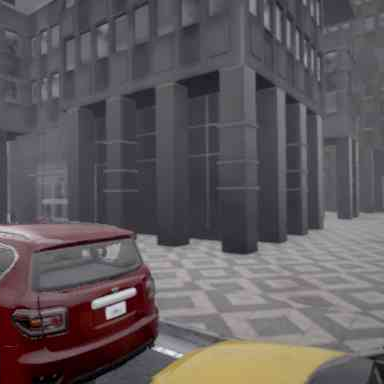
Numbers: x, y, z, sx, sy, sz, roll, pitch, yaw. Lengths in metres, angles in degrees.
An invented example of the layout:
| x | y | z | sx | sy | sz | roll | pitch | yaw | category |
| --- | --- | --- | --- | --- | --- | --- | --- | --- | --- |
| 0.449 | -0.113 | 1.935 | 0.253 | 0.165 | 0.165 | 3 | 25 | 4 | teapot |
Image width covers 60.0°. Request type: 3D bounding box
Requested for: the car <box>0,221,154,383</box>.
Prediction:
| x | y | z | sx | sy | sz | roll | pitch | yaw | category |
| --- | --- | --- | --- | --- | --- | --- | --- | --- | --- |
| -2.755 | 1.366 | 4.935 | 5.009 | 1.841 | 2.192 | -1 | -1 | 36 | car |

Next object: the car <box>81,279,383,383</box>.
| x | y | z | sx | sy | sz | roll | pitch | yaw | category |
| --- | --- | --- | --- | --- | --- | --- | --- | --- | --- |
| 1.667 | 1.521 | 1.778 | 4.829 | 1.417 | 1.752 | -1 | -1 | 36 | car |
